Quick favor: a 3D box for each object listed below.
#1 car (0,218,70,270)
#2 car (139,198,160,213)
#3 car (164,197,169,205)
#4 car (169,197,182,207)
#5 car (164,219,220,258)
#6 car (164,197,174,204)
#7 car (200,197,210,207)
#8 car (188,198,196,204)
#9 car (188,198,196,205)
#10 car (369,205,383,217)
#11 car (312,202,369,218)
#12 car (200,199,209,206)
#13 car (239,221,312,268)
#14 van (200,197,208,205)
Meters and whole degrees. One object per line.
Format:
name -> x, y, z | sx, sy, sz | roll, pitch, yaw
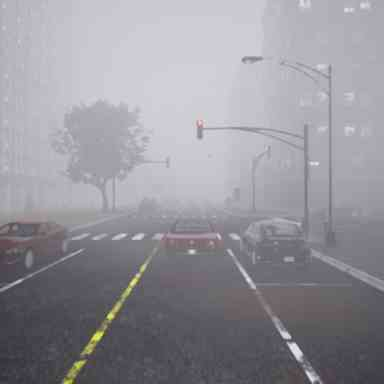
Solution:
car -> -5.691, 1.646, 11.406 | 1.887, 1.381, 4.507 | 0, -1, 0
car -> -5.689, 1.717, 43.794 | 2.192, 1.841, 5.009 | 0, -1, 0
car -> -5.687, 2.295, 76.928 | 1.947, 1.339, 4.313 | 0, -1, 0
car -> -3.016, 2.138, 65.503 | 1.812, 1.442, 4.674 | 0, -1, 1
car -> 0.065, 1.718, 13.283 | 1.895, 1.301, 4.718 | 0, 0, 2
car -> -5.687, 2.101, 82.452 | 2.192, 1.841, 5.009 | 0, -1, 0
car -> 2.693, 2.182, 65.882 | 1.947, 1.339, 4.313 | 0, -1, 0
car -> 0.006, 2.171, 83.535 | 1.812, 1.442, 4.674 | 0, -1, 0
car -> 0.003, 2.282, 73.557 | 1.895, 1.301, 4.718 | 0, -1, 0
car -> 18.824, 1.517, 30.866 | 4.829, 1.417, 1.752 | -1, 0, -1
car -> 13.427, 1.617, 30.811 | 4.403, 1.369, 2.008 | -1, 0, -1
car -> 2.693, 2.199, 71.575 | 1.752, 1.417, 4.829 | 0, -1, 0
car -> 2.690, 1.651, 11.405 | 2.008, 1.369, 4.403 | 0, -1, 0
van -> 2.693, 2.069, 76.930 | 1.690, 1.788, 3.998 | 0, -1, 0
